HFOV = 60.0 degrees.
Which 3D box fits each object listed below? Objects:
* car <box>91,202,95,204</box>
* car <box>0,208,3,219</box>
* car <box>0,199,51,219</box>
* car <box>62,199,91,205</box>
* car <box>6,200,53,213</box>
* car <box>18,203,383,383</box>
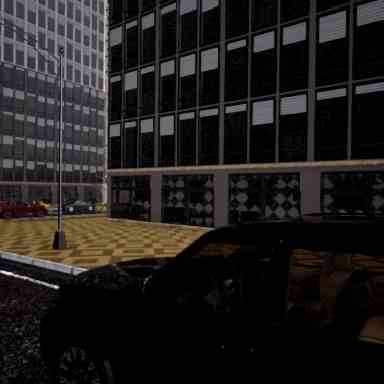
[{"bbox_3d":[-9.382,1.849,40.284,1.752,1.417,4.829,0,0,37],"label":"car"},{"bbox_3d":[-7.352,1.355,8.950,4.553,1.767,2.097,0,0,36],"label":"car"},{"bbox_3d":[-16.203,1.539,31.089,2.192,1.841,5.009,0,0,37],"label":"car"},{"bbox_3d":[-14.742,1.729,42.758,1.837,1.490,4.892,1,0,37],"label":"car"},{"bbox_3d":[-19.676,1.667,40.473,1.752,1.417,4.829,1,0,37],"label":"car"},{"bbox_3d":[0.959,1.222,3.000,5.566,2.045,2.150,0,0,35],"label":"car"}]
